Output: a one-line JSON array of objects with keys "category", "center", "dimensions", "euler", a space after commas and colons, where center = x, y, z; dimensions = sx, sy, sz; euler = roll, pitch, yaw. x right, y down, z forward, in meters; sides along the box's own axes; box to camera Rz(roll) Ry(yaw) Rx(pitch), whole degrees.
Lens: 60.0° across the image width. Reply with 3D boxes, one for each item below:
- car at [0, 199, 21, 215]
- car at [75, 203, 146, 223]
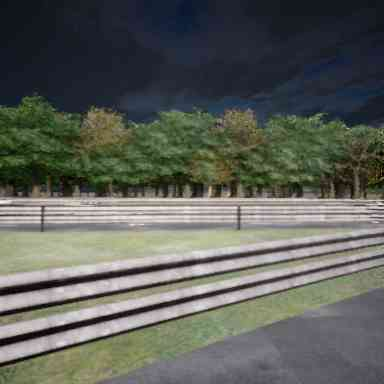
[{"category": "car", "center": [-16.775, 1.040, 25.695], "dimensions": [5.566, 2.045, 2.150], "euler": [0, 0, -5]}, {"category": "car", "center": [-5.579, 1.404, 23.336], "dimensions": [4.718, 1.301, 1.895], "euler": [0, 0, -6]}]
